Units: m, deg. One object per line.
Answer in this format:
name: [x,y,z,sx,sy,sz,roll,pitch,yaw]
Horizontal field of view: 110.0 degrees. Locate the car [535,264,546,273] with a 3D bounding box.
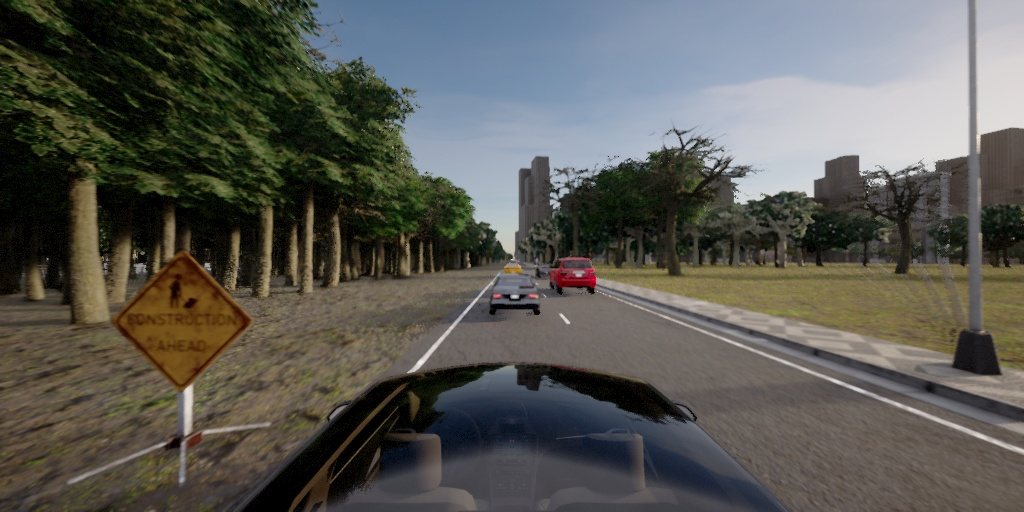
car: [3.615,1.595,39.776,2.128,1.511,4.902,0,-1,0]

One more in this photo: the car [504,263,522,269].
car: [0.116,1.599,41.595,1.882,1.535,5.008,0,-1,0]

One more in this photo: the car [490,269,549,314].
car: [0.101,1.412,14.335,2.033,1.411,5.357,0,0,0]

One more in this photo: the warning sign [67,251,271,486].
warning sign: [-3.048,0.880,3.341,1.300,1.860,1.060,0,0,0]

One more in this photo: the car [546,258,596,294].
car: [3.609,1.157,22.025,2.150,2.045,5.566,0,0,0]
